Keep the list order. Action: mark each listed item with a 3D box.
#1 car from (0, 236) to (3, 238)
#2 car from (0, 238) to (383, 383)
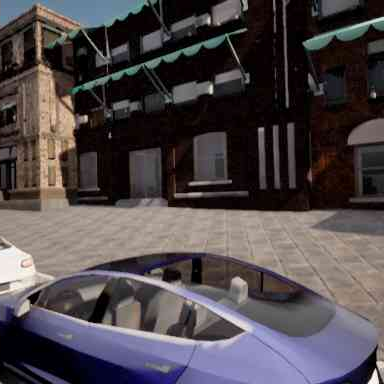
[{"bbox_3d":[-5.092,1.461,6.950,4.674,1.452,2.002,0,0,36],"label":"car"},{"bbox_3d":[-0.603,1.452,3.746,4.792,1.488,2.163,0,0,35],"label":"car"}]
